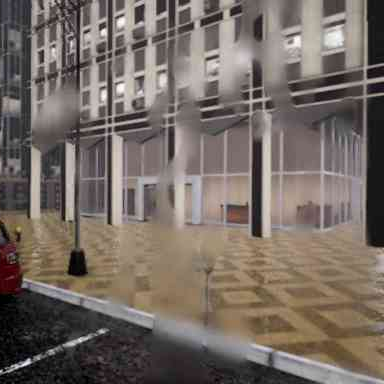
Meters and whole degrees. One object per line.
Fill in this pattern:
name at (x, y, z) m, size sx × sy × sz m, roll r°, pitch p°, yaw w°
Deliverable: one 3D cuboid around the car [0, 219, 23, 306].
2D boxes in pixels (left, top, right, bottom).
car at (-5.468, 1.362, 6.824) m, size 5.009 × 1.841 × 2.192 m, roll 0°, pitch 0°, yaw 36°
